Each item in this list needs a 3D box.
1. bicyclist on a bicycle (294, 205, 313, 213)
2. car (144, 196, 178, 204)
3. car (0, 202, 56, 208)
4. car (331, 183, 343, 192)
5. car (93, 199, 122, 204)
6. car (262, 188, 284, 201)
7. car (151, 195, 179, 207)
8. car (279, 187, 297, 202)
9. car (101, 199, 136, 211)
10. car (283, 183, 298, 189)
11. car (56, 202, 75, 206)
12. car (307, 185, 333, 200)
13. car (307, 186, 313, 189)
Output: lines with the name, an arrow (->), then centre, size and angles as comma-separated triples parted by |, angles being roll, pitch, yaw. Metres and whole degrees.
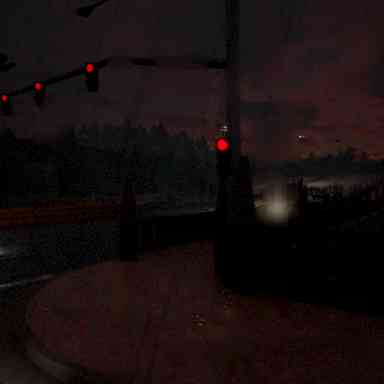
bicyclist on a bicycle -> 6.631, 1.343, 19.728 | 1.656, 1.620, 0.582 | -1, 0, 36
car -> -4.792, 1.609, 47.538 | 2.128, 1.511, 4.902 | 0, 1, 36
car -> -16.089, 1.708, 31.786 | 2.128, 1.511, 4.902 | 0, 0, 36
car -> 26.223, -0.809, 60.611 | 2.128, 1.511, 4.902 | 0, 6, 35
car -> -10.682, 1.743, 39.307 | 1.812, 1.442, 4.674 | 0, 0, 36
car -> 12.945, 0.679, 54.023 | 1.812, 1.442, 4.674 | 0, 5, 35
car -> -4.309, 1.428, 54.214 | 1.837, 1.490, 4.892 | 0, 3, 36
car -> 15.841, 0.626, 52.063 | 1.837, 1.490, 4.892 | 0, 5, 36
car -> -10.126, 1.748, 46.089 | 1.812, 1.442, 4.674 | 0, 0, 35
car -> 18.625, -0.654, 62.014 | 2.150, 2.045, 5.566 | 0, 6, 35
car -> -15.256, 1.842, 38.938 | 1.895, 1.301, 4.718 | 0, 0, 36
car -> 20.152, 0.357, 52.080 | 2.128, 1.511, 4.902 | 0, 5, 35
car -> 21.740, -0.385, 60.348 | 1.994, 1.385, 4.181 | 0, 6, 35
